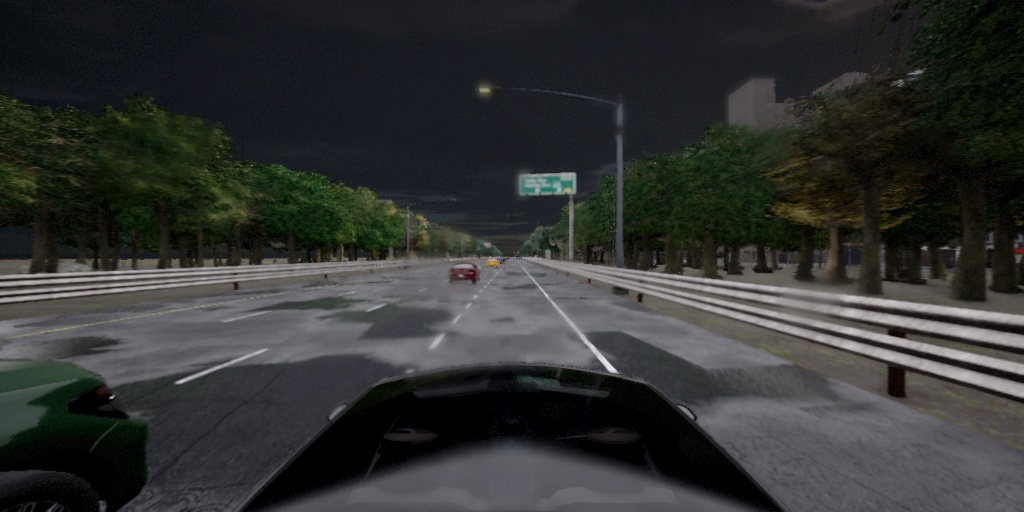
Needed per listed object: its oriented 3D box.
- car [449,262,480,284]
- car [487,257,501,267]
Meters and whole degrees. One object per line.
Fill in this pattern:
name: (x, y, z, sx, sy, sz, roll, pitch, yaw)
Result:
car: (-3.480, 1.219, 27.062, 1.882, 1.535, 5.008, 0, 0, 0)
car: (-3.398, 1.192, 63.158, 1.882, 1.535, 5.008, 0, 0, 0)
